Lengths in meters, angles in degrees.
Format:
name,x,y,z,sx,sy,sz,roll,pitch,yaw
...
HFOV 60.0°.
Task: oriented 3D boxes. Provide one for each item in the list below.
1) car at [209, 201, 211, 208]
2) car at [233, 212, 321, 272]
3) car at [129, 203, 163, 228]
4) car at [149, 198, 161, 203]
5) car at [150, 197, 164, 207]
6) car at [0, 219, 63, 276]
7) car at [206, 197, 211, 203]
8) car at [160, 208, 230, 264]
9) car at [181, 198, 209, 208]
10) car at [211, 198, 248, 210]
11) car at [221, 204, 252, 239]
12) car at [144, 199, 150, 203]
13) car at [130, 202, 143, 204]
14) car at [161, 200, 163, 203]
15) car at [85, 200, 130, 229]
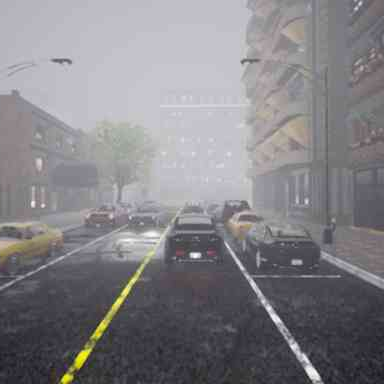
name,x,y,z,sx,sy,sz,roll,pitch,yaw
car,2.694,1.650,27.787,1.802,1.307,4.206,1,0,0
car,2.699,1.576,10.727,2.008,1.369,4.403,1,0,0
car,-3.105,1.655,22.738,1.895,1.301,4.718,0,0,0
car,-5.658,1.679,44.786,1.947,1.339,4.313,1,0,0
car,-5.831,1.670,55.990,1.752,1.417,4.829,1,0,0
car,-5.647,1.550,10.496,1.752,1.417,4.829,1,0,0
car,2.691,1.663,39.160,1.947,1.339,4.313,1,0,0
car,0.096,1.534,11.848,1.837,1.490,4.892,0,0,0
car,0.091,1.564,29.696,2.128,1.511,4.902,0,0,0
car,2.700,1.368,22.101,2.192,1.841,5.009,1,0,0
car,2.698,1.565,16.583,1.752,1.417,4.829,1,0,0
car,-5.654,1.664,33.413,1.802,1.307,4.206,1,0,0
car,-5.651,1.508,27.727,1.967,1.590,4.097,1,0,0
car,-5.659,1.679,50.473,2.008,1.369,4.403,1,0,0
car,-5.648,1.493,22.039,1.967,1.590,4.097,1,0,0
